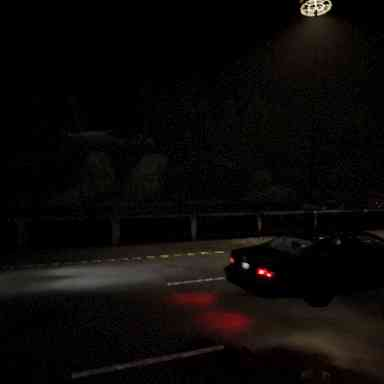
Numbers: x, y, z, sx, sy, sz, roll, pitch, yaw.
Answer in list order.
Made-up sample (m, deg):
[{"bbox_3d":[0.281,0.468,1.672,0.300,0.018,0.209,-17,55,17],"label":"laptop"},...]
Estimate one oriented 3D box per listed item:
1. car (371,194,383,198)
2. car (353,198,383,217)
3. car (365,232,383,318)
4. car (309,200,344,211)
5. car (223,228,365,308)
[{"bbox_3d":[22.175,1.197,38.138,5.566,2.045,2.150,0,0,-22],"label":"car"},{"bbox_3d":[15.747,1.519,28.031,4.902,1.511,2.128,0,0,-22],"label":"car"},{"bbox_3d":[5.048,1.375,4.697,4.553,1.767,2.097,0,0,-22],"label":"car"},{"bbox_3d":[15.850,1.589,39.378,4.181,1.385,1.994,0,0,-22],"label":"car"},{"bbox_3d":[3.426,1.576,7.814,5.357,1.411,2.033,0,0,-22],"label":"car"}]
